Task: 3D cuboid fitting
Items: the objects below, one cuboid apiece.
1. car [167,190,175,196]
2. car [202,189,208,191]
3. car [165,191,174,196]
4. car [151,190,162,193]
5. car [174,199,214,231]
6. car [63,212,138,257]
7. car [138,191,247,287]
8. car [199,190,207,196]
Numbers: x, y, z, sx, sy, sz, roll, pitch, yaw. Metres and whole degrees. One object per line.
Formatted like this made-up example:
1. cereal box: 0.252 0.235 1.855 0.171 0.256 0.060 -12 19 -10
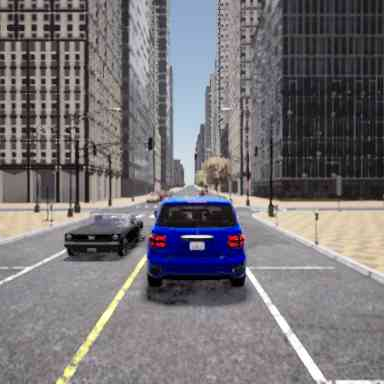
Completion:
1. car: -5.691 0.252 90.000 2.008 1.369 4.403 0 1 0
2. car: 2.821 0.752 50.273 1.967 1.590 4.097 0 1 0
3. car: -5.691 0.343 84.326 2.008 1.369 4.403 0 1 0
4. car: -5.819 0.840 50.104 1.752 1.417 4.829 0 1 0
5. car: 0.095 1.229 19.835 2.128 1.511 4.902 0 1 0
6. car: -3.051 1.438 12.361 1.895 1.301 4.718 0 1 0
7. car: 0.098 1.102 9.103 2.150 2.045 5.566 0 1 0
8. car: 2.689 0.337 84.320 1.887 1.381 4.507 0 1 0
